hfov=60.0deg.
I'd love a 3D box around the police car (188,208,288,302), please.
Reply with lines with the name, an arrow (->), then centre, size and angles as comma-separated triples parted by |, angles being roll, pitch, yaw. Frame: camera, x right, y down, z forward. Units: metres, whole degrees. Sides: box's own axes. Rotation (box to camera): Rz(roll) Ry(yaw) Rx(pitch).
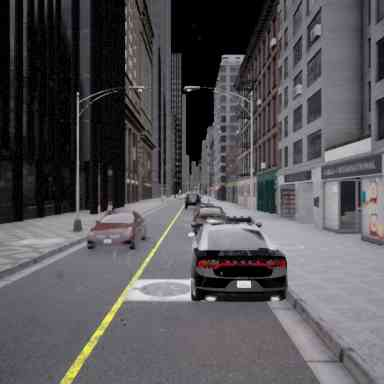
police car -> 0.927, 1.425, 8.451 | 1.930, 1.638, 5.238 | 0, 0, 0

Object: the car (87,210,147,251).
car -> -3.039, 1.526, 14.316 | 1.812, 1.442, 4.674 | 0, 0, 0

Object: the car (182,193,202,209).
car -> 0.162, 1.209, 45.124 | 2.150, 2.045, 5.566 | 0, 0, 0

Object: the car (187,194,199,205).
car -> 0.199, 1.323, 58.842 | 2.097, 1.767, 4.553 | 0, 0, 0

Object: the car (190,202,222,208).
car -> 0.960, 1.505, 18.342 | 1.837, 1.490, 4.892 | 0, 0, 0

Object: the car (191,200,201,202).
car -> 0.982, 1.525, 24.341 | 1.812, 1.442, 4.674 | 0, 0, 0

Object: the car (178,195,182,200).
car -> -2.686, 1.450, 92.349 | 1.812, 1.442, 4.674 | 0, 0, 0
